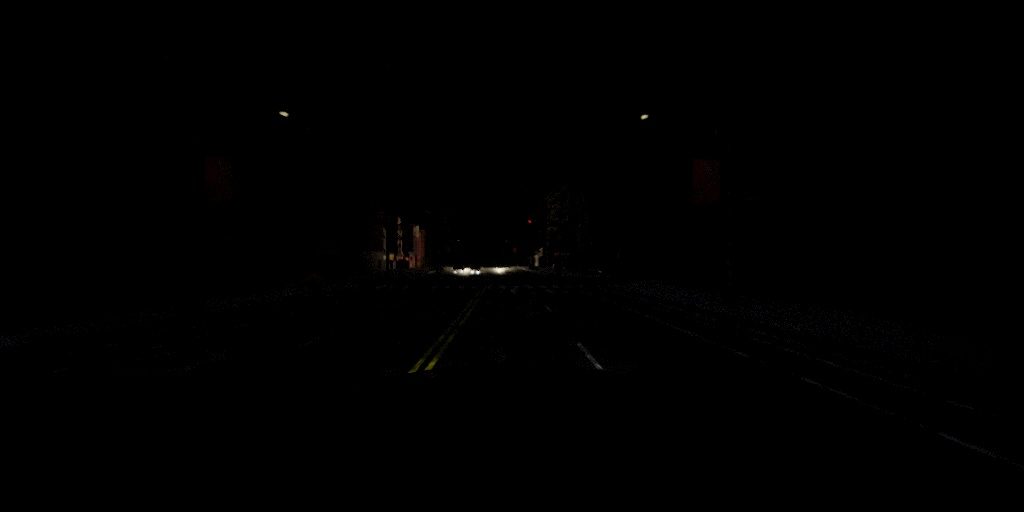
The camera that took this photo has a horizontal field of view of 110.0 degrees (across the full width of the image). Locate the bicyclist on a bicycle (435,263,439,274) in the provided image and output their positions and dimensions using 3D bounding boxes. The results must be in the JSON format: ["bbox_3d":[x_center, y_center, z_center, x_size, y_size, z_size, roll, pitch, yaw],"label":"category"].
[{"bbox_3d":[-11.161,1.878,53.260,0.582,1.620,1.656,0,-1,-5],"label":"bicyclist on a bicycle"}]

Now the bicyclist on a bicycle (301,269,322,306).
[{"bbox_3d":[-8.964,1.373,16.134,0.866,1.612,1.509,0,-1,-1],"label":"bicyclist on a bicycle"}]
